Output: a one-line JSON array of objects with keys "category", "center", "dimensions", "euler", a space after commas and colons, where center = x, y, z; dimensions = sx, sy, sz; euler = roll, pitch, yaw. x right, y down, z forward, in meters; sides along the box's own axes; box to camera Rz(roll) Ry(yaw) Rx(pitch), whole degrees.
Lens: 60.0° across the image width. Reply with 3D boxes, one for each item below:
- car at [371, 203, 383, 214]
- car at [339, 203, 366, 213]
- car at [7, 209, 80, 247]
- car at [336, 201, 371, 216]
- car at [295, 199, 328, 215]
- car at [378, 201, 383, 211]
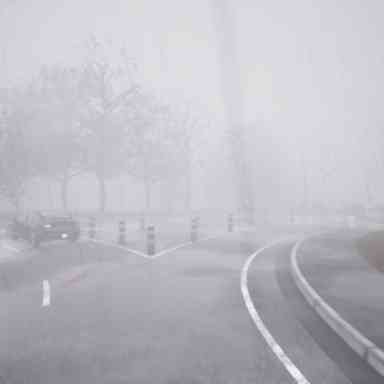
[{"category": "car", "center": [25.017, 2.132, 43.783], "dimensions": [5.357, 1.411, 2.033], "euler": [2, -2, -44]}, {"category": "car", "center": [22.228, 2.196, 45.998], "dimensions": [4.718, 1.301, 1.895], "euler": [2, -2, -44]}, {"category": "car", "center": [-6.994, 1.577, 15.523], "dimensions": [1.837, 1.490, 4.892], "euler": [1, -1, -45]}, {"category": "car", "center": [17.598, 1.807, 36.666], "dimensions": [4.892, 1.490, 1.837], "euler": [2, -2, -43]}, {"category": "car", "center": [13.520, 1.623, 37.651], "dimensions": [4.553, 1.767, 2.097], "euler": [2, -2, -43]}, {"category": "car", "center": [33.926, 2.403, 57.309], "dimensions": [4.553, 1.767, 2.097], "euler": [2, -2, -44]}]
